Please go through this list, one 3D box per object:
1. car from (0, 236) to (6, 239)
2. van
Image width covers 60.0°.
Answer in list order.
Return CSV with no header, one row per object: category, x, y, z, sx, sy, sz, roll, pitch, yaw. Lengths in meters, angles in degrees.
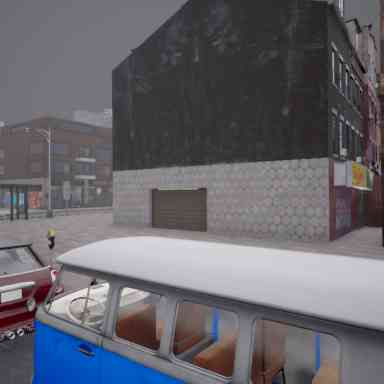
car,-4.043,1.442,5.659,4.097,1.590,1.967,0,0,35
van,0.402,1.341,2.527,3.998,1.788,1.690,0,0,35
